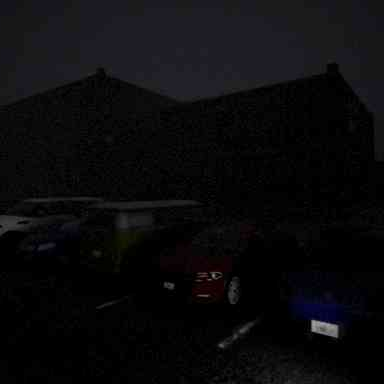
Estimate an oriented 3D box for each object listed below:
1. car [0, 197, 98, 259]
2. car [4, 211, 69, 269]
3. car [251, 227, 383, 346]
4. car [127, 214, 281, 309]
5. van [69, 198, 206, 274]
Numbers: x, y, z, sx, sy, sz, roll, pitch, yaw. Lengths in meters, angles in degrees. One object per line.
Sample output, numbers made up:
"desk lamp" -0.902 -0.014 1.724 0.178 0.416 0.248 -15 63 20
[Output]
"car" -5.734 1.225 13.007 2.435 2.045 5.566 0 0 35
"car" -3.469 1.512 11.431 2.002 1.452 4.674 0 0 35
"car" 3.244 1.506 6.605 2.163 1.488 4.792 0 0 35
"car" 1.021 1.471 8.233 2.097 1.535 5.008 0 0 35
"van" -1.061 1.244 9.852 1.878 1.987 4.442 0 0 36
